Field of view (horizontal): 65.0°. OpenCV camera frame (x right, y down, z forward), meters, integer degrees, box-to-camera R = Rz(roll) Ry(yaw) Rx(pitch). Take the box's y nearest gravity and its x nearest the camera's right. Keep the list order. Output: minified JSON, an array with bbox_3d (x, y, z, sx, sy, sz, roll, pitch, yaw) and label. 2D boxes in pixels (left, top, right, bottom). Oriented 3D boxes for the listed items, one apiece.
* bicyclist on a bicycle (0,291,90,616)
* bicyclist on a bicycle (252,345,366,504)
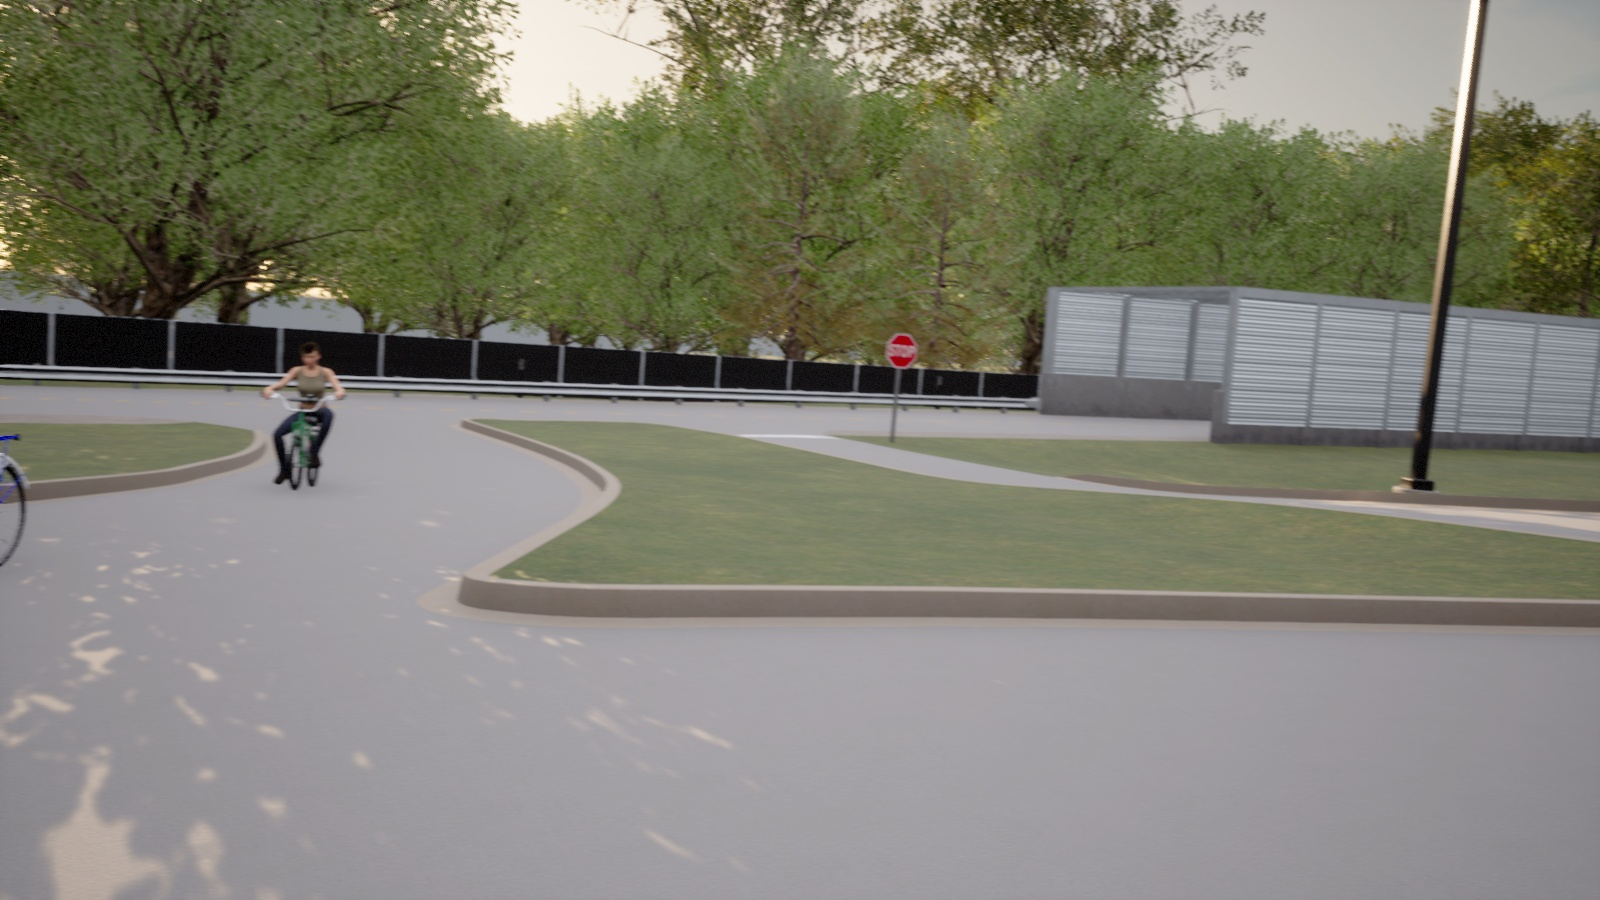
[{"bbox_3d":[-4.707,0.024,6.731,0.659,1.776,1.843,2,4,3],"label":"bicyclist on a bicycle"},{"bbox_3d":[-5.283,-0.254,13.602,0.866,1.612,1.509,1,0,-11],"label":"bicyclist on a bicycle"}]
